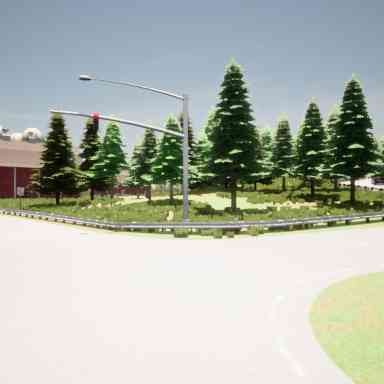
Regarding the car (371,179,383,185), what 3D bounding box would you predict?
[{"bbox_3d":[29.049,-1.912,51.483,1.837,1.490,4.892,0,5,21],"label":"car"}]
